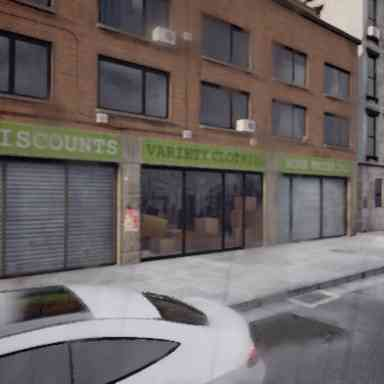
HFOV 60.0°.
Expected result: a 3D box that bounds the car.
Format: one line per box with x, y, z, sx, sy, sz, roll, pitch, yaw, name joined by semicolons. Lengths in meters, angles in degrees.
-1.476;1.526;2.311;4.674;1.442;1.812;1;0;-35;car
